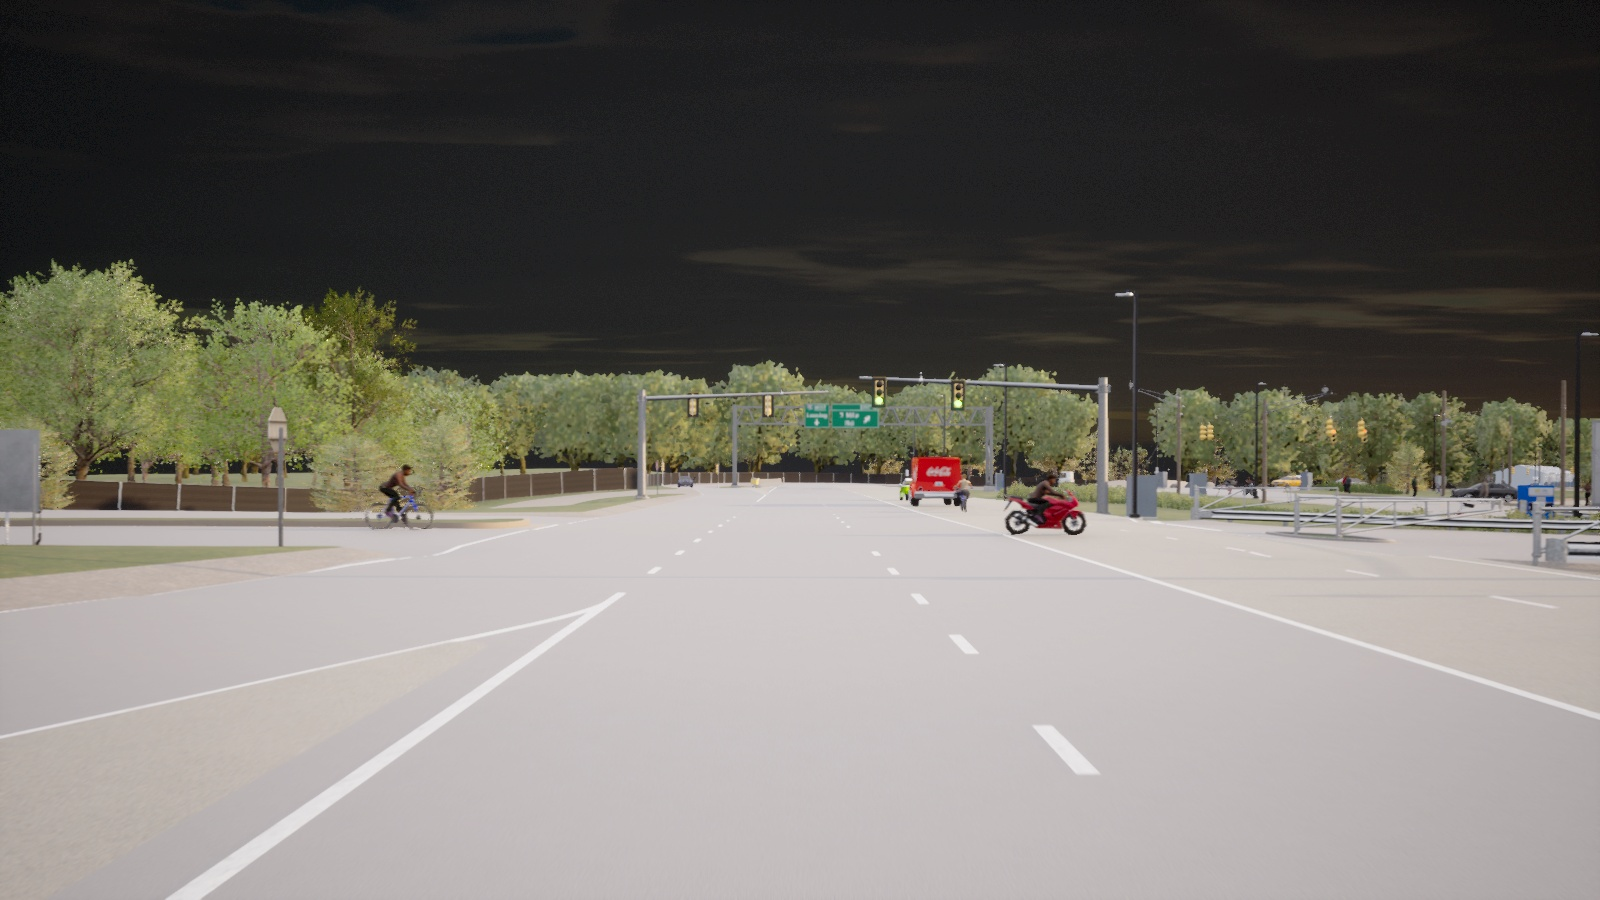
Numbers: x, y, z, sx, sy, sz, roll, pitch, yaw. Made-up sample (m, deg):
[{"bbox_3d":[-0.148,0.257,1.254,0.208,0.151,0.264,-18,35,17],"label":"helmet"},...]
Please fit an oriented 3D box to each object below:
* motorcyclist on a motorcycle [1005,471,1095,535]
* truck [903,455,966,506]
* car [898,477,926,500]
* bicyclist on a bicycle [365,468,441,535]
[{"bbox_3d":[6.111,1.292,30.811,2.044,1.523,0.797,0,-1,0],"label":"motorcyclist on a motorcycle"},{"bbox_3d":[6.838,1.558,64.409,2.627,2.467,5.204,0,-1,0],"label":"truck"},{"bbox_3d":[6.810,2.331,76.470,1.481,1.376,2.207,0,-1,0],"label":"car"},{"bbox_3d":[-9.696,1.260,30.730,1.656,1.620,0.582,0,-1,0],"label":"bicyclist on a bicycle"}]
